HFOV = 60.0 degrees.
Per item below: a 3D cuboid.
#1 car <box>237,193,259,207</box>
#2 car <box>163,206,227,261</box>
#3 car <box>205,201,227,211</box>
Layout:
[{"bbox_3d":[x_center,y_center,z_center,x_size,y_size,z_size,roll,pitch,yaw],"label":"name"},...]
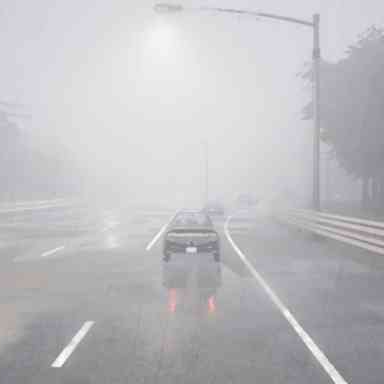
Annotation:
[{"bbox_3d":[8.335,1.204,49.524,2.150,2.045,5.566,0,0,25],"label":"car"},{"bbox_3d":[0.023,1.483,12.210,2.128,1.511,4.902,0,0,1],"label":"car"},{"bbox_3d":[2.178,1.546,31.589,1.994,1.385,4.181,0,0,13],"label":"car"}]
